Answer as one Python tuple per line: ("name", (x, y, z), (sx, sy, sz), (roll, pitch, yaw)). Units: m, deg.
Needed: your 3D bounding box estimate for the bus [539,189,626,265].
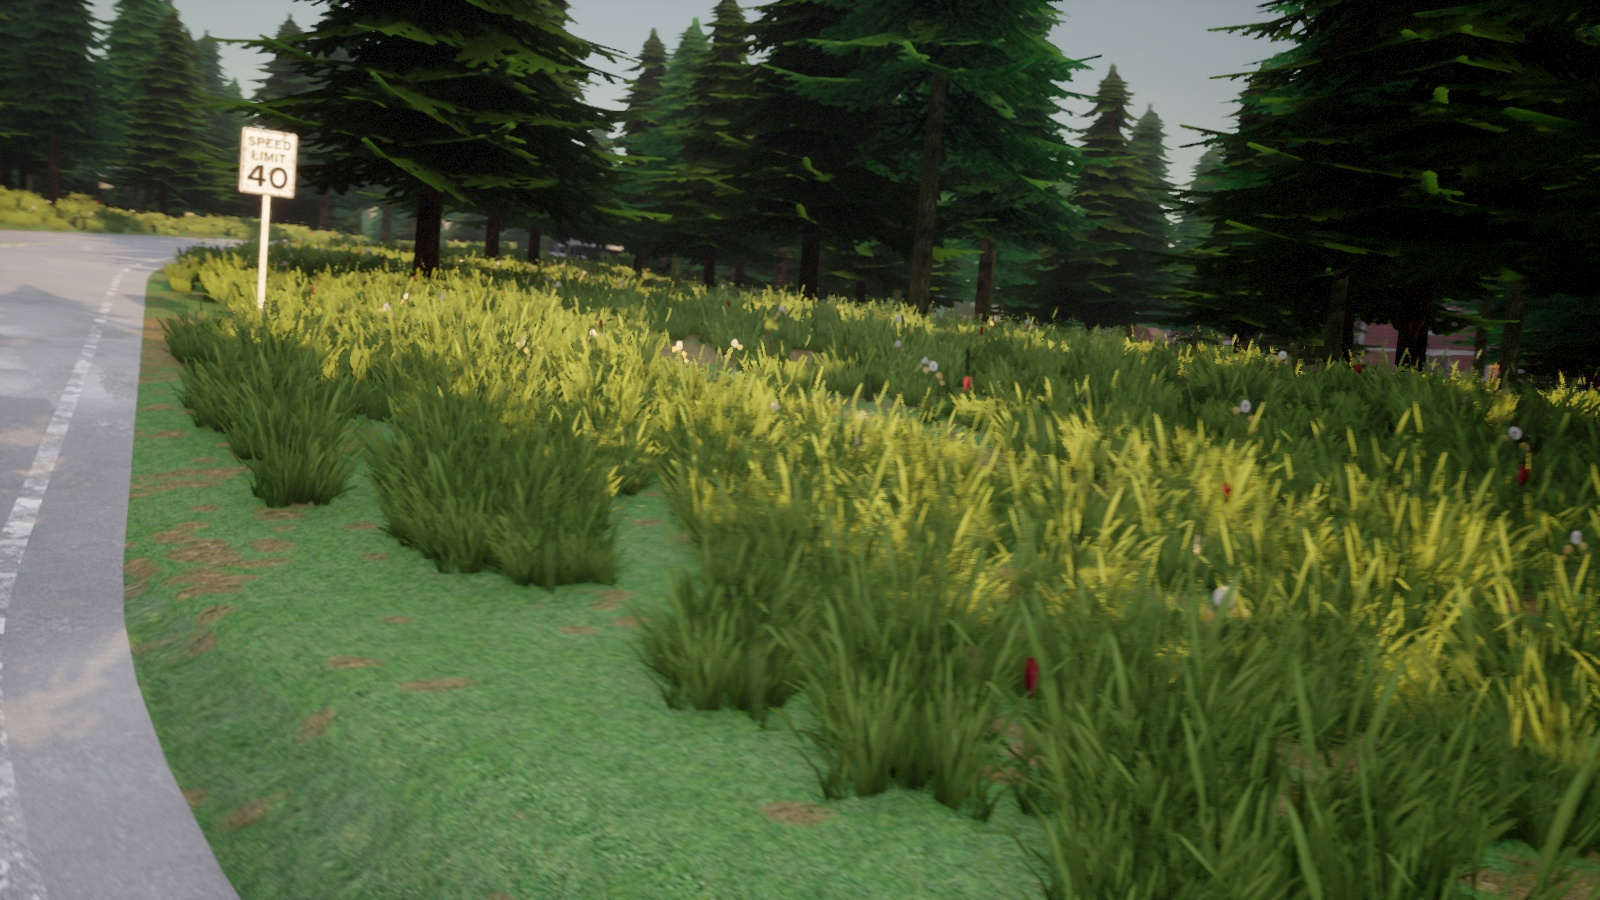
("bus", (-14.900, -14.983, 85.310), (3.944, 4.253, 10.273), (3, 6, -19))
